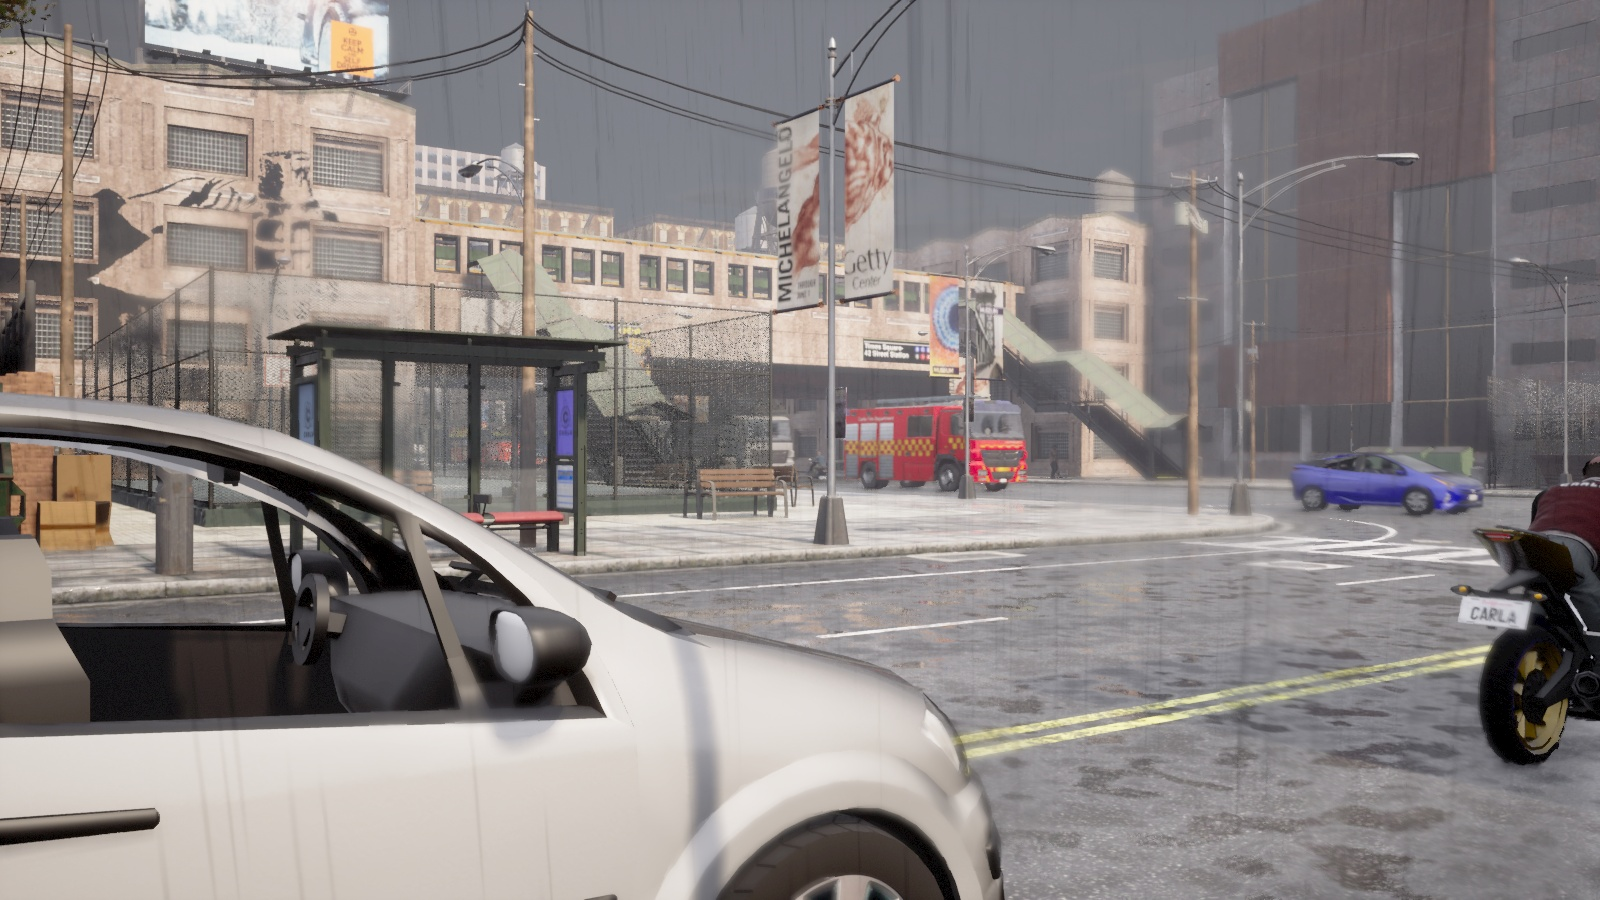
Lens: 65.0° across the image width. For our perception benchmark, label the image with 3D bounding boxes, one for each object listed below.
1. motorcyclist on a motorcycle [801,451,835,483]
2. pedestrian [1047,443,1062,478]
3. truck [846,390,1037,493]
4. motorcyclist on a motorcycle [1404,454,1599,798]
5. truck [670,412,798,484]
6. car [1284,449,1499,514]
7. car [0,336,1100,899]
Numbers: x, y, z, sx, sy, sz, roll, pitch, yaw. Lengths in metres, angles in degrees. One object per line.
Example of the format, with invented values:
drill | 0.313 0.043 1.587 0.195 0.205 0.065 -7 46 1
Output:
motorcyclist on a motorcycle | 0.905 0.853 64.246 0.866 1.590 1.817 0 0 -34
pedestrian | 13.167 0.533 65.009 0.328 1.805 0.869 0 0 -23
truck | 5.574 -0.306 51.222 2.891 3.827 8.468 0 0 -34
motorcyclist on a motorcycle | 4.185 0.787 6.582 2.191 1.530 0.866 0 0 -35
truck | -3.524 -0.072 64.535 2.891 3.462 7.936 0 0 -34
car | 14.770 0.738 31.594 2.007 1.525 4.514 0 0 -34
car | -1.441 0.653 2.657 3.988 1.617 1.851 0 0 -35
